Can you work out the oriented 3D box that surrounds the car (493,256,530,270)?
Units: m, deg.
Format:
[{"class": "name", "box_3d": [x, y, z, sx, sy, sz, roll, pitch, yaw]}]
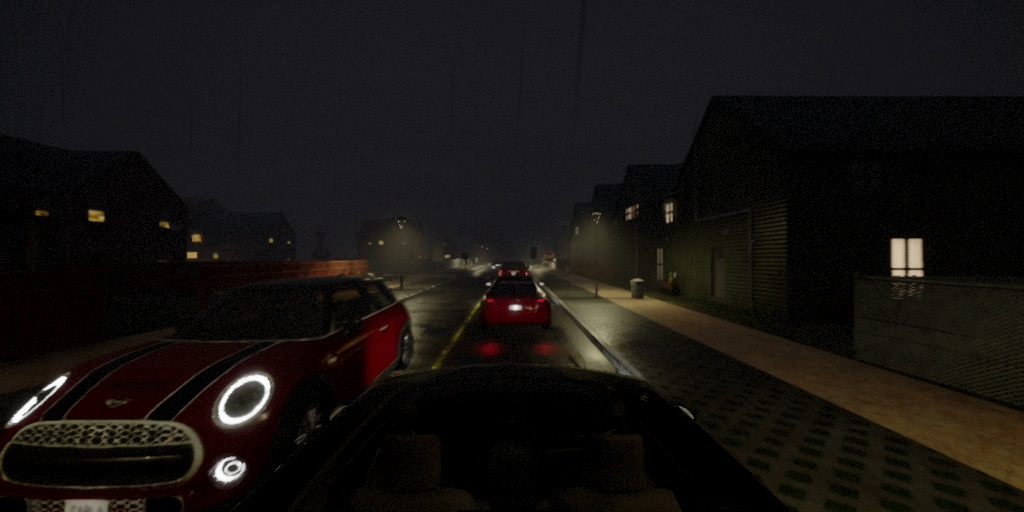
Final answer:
[{"class": "car", "box_3d": [0.100, 1.064, 23.607, 2.097, 1.767, 4.553, 0, 0, 0]}]

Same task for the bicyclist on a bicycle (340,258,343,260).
[{"class": "bicyclist on a bicycle", "box_3d": [-20.196, 1.025, 42.481, 0.582, 1.620, 1.656, 0, 0, 0]}]

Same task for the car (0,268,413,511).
[{"class": "car", "box_3d": [-2.848, 1.097, 4.641, 2.097, 1.767, 4.553, 0, 0, 0]}]

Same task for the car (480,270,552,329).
[{"class": "car", "box_3d": [0.100, 1.296, 11.213, 1.994, 1.385, 4.181, 0, 0, 0]}]
